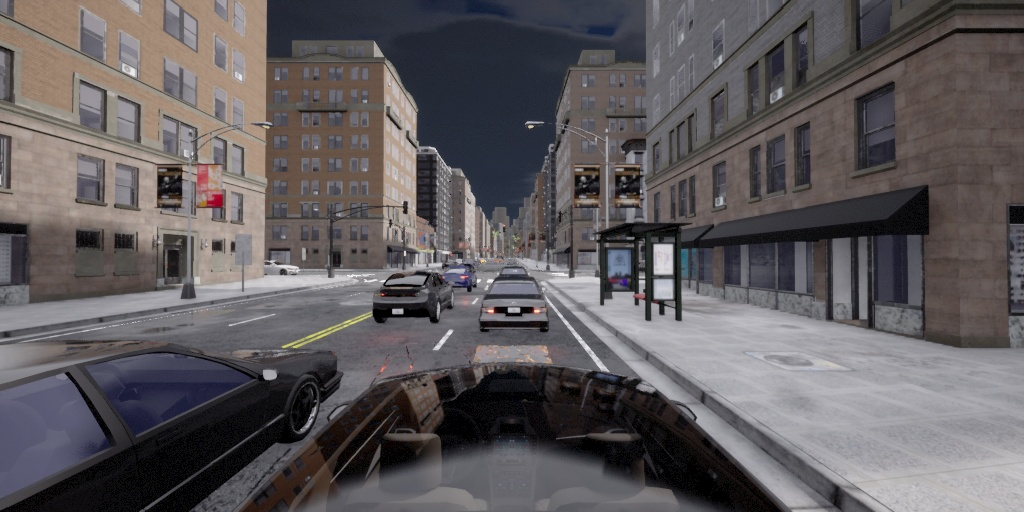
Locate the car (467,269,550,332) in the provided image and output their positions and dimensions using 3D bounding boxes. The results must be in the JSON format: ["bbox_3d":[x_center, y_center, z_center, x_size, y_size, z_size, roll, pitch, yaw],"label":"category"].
[{"bbox_3d":[0.081,1.300,10.803,2.033,1.411,5.357,0,0,1],"label":"car"}]

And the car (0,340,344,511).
[{"bbox_3d":[-3.149,1.298,2.268,2.033,1.411,5.357,0,0,0],"label":"car"}]

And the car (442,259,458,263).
[{"bbox_3d":[-9.804,1.273,56.890,1.837,1.490,4.892,0,0,3],"label":"car"}]

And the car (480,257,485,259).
[{"bbox_3d":[-6.557,1.260,64.339,2.128,1.511,4.902,0,0,0],"label":"car"}]

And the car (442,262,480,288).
[{"bbox_3d":[-3.152,1.282,21.181,1.812,1.442,4.674,0,0,0],"label":"car"}]

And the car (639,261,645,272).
[{"bbox_3d":[15.774,1.393,43.910,4.892,1.490,1.837,0,-1,0],"label":"car"}]

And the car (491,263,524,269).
[{"bbox_3d":[0.090,1.304,20.860,2.033,1.411,5.357,0,0,0],"label":"car"}]

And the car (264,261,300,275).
[{"bbox_3d":[-22.622,1.155,33.836,4.674,1.442,1.812,0,-1,-1],"label":"car"}]

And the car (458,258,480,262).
[{"bbox_3d":[-6.590,1.121,55.199,2.097,1.767,4.553,0,0,0],"label":"car"}]

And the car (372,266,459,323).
[{"bbox_3d":[-3.138,1.258,12.142,1.837,1.490,4.892,0,0,-1],"label":"car"}]

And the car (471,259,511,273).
[{"bbox_3d":[-2.572,1.398,43.848,4.181,1.385,1.994,0,-1,0],"label":"car"}]
